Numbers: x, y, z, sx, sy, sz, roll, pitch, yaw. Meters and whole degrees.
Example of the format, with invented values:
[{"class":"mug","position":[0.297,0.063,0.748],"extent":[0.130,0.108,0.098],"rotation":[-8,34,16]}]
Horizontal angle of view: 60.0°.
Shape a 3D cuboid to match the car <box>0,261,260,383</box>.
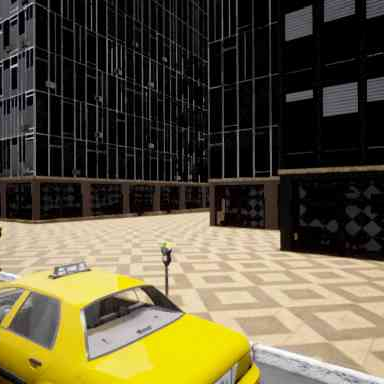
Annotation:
[{"class":"car","position":[-1.637,1.526,4.033],"extent":[4.829,1.417,1.752],"rotation":[0,0,35]}]
